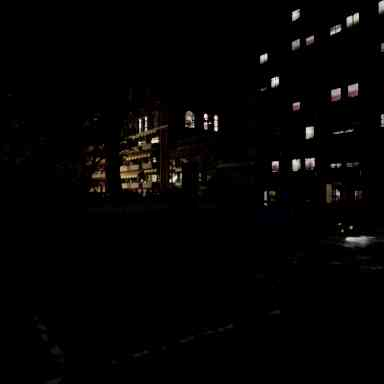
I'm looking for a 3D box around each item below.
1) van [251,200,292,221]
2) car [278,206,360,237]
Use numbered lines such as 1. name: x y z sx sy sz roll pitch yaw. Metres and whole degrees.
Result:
1. van: 7.160 1.643 30.208 1.690 1.788 3.998 -1 0 -36
2. car: 7.445 1.741 19.400 1.994 1.385 4.181 0 -1 -31
